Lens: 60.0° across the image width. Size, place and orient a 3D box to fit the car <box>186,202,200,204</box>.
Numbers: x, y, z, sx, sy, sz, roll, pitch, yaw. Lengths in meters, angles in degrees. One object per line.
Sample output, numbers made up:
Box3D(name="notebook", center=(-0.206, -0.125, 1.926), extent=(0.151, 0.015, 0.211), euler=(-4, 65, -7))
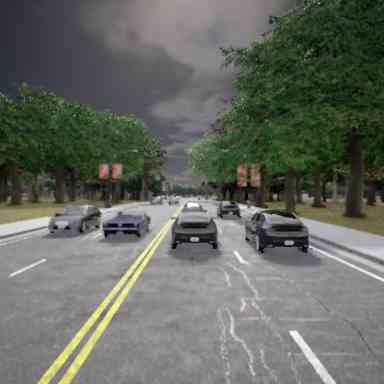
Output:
Box3D(name="car", center=(0.104, 1.615, 31.854), extent=(1.994, 1.385, 4.181), euler=(0, 0, 0))

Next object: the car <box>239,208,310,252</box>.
Box3D(name="car", center=(3.353, 1.508, 13.882), extent=(1.837, 1.490, 4.892), euler=(0, 0, 0))

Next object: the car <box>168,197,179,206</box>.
Box3D(name="car", center=(-3.277, 1.662, 59.819), extent=(1.812, 1.442, 4.674), euler=(0, 0, 1))

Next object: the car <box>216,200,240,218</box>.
Box3D(name="car", center=(3.355, 1.553, 31.126), extent=(1.837, 1.490, 4.892), euler=(0, 0, 0))

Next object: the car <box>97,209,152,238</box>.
Box3D(name="car", center=(-3.348, 1.611, 17.734), extent=(1.895, 1.301, 4.718), euler=(0, 0, 0))

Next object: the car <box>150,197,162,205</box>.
Box3D(name="car", center=(-6.524, 1.634, 60.722), extent=(2.128, 1.511, 4.902), euler=(0, 0, 1))

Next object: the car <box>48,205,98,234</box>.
Box3D(name="car", center=(-6.597, 1.506, 19.256), extent=(2.128, 1.511, 4.902), euler=(0, 0, 0))

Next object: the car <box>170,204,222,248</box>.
Box3D(name="car", center=(0.102, 1.509, 14.774), extent=(1.837, 1.490, 4.892), euler=(0, 0, 0))
